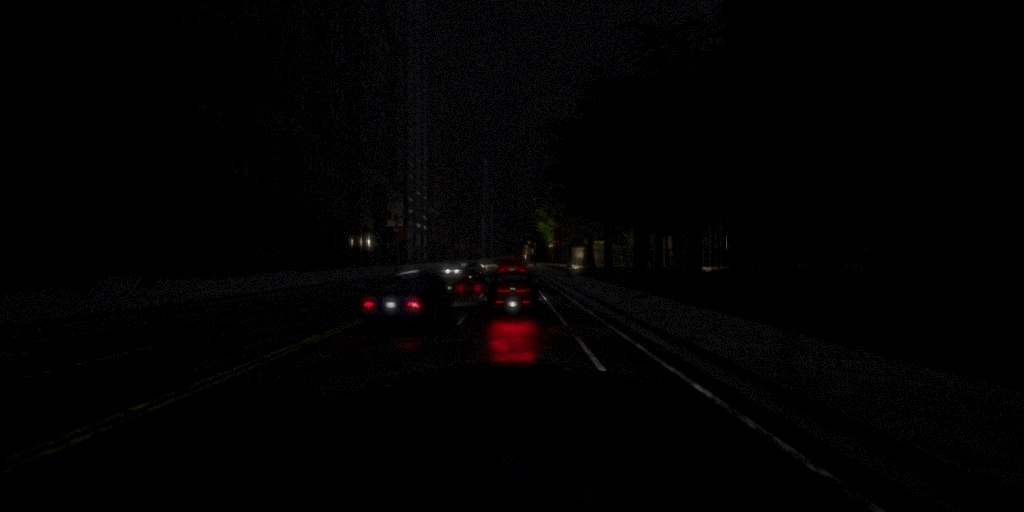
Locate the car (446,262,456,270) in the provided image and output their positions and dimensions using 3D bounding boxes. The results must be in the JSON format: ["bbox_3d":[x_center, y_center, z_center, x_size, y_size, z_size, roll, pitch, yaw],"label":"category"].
[{"bbox_3d":[-9.782,1.628,60.231,1.895,1.301,4.718,0,0,1],"label":"car"}]

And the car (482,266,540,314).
[{"bbox_3d":[0.044,1.342,14.270,1.837,1.490,4.892,0,0,1],"label":"car"}]

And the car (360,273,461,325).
[{"bbox_3d":[-3.228,1.370,12.091,2.033,1.411,5.357,0,0,0],"label":"car"}]

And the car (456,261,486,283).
[{"bbox_3d":[-3.199,1.432,29.921,1.812,1.442,4.674,0,0,1],"label":"car"}]

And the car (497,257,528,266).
[{"bbox_3d":[0.031,1.123,28.107,2.150,2.045,5.566,0,0,0],"label":"car"}]

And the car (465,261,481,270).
[{"bbox_3d":[-6.534,1.574,60.301,2.033,1.411,5.357,0,0,1],"label":"car"}]
